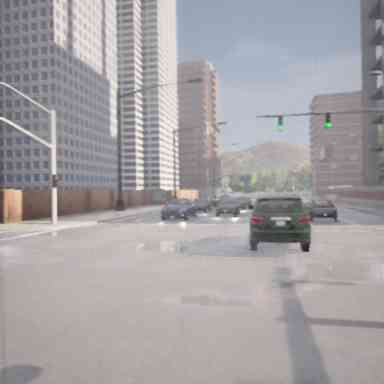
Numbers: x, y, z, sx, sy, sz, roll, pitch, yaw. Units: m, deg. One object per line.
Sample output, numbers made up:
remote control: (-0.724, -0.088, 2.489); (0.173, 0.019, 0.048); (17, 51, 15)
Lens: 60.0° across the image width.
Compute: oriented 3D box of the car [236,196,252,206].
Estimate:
car: (7.708, 1.320, 49.216); (1.994, 1.385, 4.181); (-1, 0, 13)

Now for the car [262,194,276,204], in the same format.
car: (12.909, 1.151, 55.815); (2.128, 1.511, 4.902); (-1, 0, 13)

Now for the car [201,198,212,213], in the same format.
car: (0.971, 1.400, 35.822); (1.837, 1.490, 4.892); (-1, 0, 13)

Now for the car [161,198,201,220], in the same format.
car: (-1.006, 1.299, 27.142); (2.097, 1.767, 4.553); (-1, 0, 13)

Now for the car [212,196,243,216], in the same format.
car: (3.360, 1.376, 30.569); (1.837, 1.490, 4.892); (-1, 0, 13)

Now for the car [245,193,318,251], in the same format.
car: (3.518, 1.132, 13.807); (2.150, 2.045, 5.566); (-1, 0, 12)

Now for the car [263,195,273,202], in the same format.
car: (15.268, 1.194, 66.577); (1.895, 1.301, 4.718); (-1, 0, 13)

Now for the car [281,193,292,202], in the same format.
car: (18.671, 1.047, 65.768); (1.837, 1.490, 4.892); (-1, 0, 13)

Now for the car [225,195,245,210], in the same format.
car: (5.472, 1.320, 39.708); (1.837, 1.490, 4.892); (-1, 0, 13)

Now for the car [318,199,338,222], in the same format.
car: (9.341, 1.285, 24.395); (2.128, 1.511, 4.902); (-1, 0, 12)

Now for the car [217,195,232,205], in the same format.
car: (5.433, 1.282, 54.972); (1.837, 1.490, 4.892); (-1, 0, 13)
